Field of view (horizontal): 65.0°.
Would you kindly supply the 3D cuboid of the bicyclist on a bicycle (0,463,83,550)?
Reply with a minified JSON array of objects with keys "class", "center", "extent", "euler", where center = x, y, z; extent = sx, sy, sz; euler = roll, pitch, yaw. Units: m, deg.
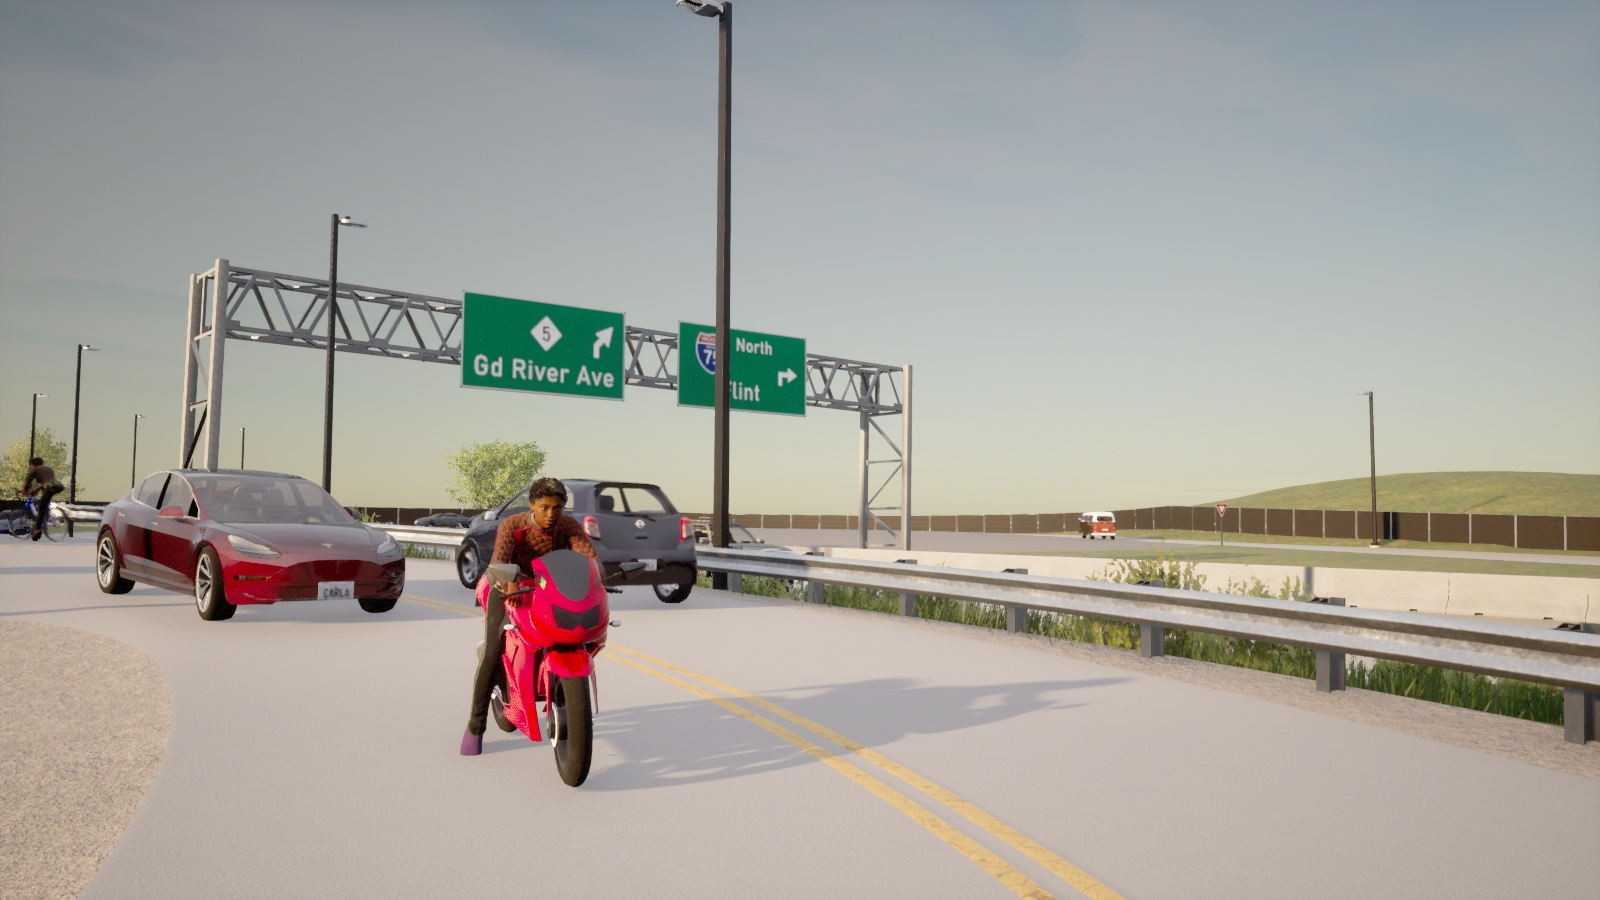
[{"class":"bicyclist on a bicycle","center":[-14.733,1.084,24.265],"extent":[1.656,1.620,0.582],"euler":[0,-3,24]}]

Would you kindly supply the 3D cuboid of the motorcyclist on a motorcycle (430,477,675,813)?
[{"class":"motorcyclist on a motorcycle","center":[-1.418,0.918,6.837],"extent":[0.797,1.523,2.044],"euler":[1,-1,-26]}]

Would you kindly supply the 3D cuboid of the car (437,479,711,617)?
[{"class":"car","center":[-2.968,1.164,16.003],"extent":[1.845,1.501,3.633],"euler":[3,-3,-40]}]

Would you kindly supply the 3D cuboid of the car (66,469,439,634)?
[{"class":"car","center":[-6.269,1.006,14.076],"extent":[4.792,1.488,2.163],"euler":[0,-2,45]}]

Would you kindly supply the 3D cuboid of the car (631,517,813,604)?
[{"class":"car","center":[-1.936,2.554,29.865],"extent":[1.932,1.855,4.605],"euler":[3,-4,-40]}]

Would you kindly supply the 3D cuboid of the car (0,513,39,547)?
[{"class":"car","center":[-43.576,4.426,69.849],"extent":[1.851,1.617,3.988],"euler":[-6,0,-30]}]

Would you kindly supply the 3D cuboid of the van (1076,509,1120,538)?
[{"class":"van","center":[21.818,5.367,92.146],"extent":[2.069,2.038,4.480],"euler":[0,-3,-1]}]
